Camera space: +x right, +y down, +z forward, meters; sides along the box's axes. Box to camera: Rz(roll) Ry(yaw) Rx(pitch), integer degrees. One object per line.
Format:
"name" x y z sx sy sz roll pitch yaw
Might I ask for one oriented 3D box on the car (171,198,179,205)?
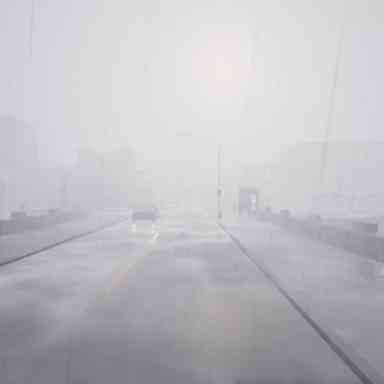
"car" -4.043 2.276 80.564 2.128 1.511 4.902 0 -1 0

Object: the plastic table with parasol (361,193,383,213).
"plastic table with parasol" 22.878 1.312 41.395 2.482 2.480 2.482 0 -1 0

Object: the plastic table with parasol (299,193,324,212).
"plastic table with parasol" 15.897 1.340 44.423 2.482 2.480 2.482 0 -1 0

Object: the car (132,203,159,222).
"car" -4.021 1.752 29.256 1.882 1.535 5.008 0 -1 0
